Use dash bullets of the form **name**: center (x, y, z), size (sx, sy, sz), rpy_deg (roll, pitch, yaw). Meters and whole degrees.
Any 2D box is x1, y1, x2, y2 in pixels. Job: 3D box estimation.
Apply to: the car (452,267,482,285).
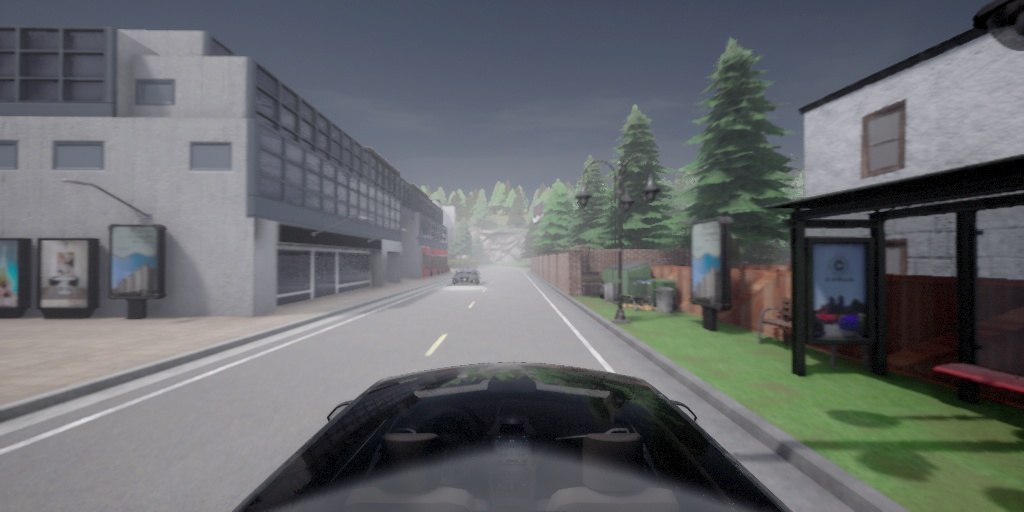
- **car**: center (-3.509, 1.560, 28.477), size (1.994, 1.385, 4.181), rpy_deg (0, -1, 0)
